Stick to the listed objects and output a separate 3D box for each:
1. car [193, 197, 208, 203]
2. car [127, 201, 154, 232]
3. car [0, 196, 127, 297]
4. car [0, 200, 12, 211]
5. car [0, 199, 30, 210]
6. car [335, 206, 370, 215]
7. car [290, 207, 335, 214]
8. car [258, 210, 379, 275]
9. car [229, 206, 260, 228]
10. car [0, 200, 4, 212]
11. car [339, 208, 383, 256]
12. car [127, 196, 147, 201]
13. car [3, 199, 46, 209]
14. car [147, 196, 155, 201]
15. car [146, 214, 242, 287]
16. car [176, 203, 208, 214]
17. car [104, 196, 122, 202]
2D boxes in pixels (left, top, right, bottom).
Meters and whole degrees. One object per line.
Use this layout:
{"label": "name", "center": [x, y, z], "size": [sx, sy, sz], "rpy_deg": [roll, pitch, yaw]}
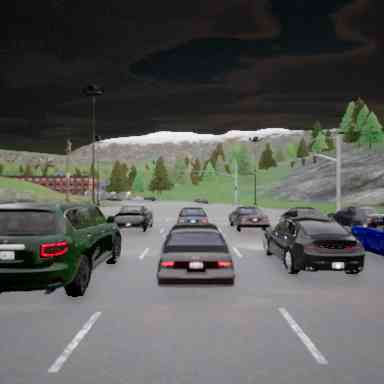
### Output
{"label": "car", "center": [1.765, 1.813, 71.001], "size": [1.994, 1.385, 4.181], "rpy_deg": [0, 0, -20]}
{"label": "car", "center": [-3.495, 1.566, 20.563], "size": [2.128, 1.511, 4.902], "rpy_deg": [0, 0, -1]}
{"label": "car", "center": [-3.419, 1.254, 8.770], "size": [2.150, 2.045, 5.566], "rpy_deg": [0, 0, 0]}
{"label": "car", "center": [-26.255, 1.698, 42.596], "size": [5.357, 1.411, 2.033], "rpy_deg": [0, 0, -1]}
{"label": "car", "center": [-25.209, 1.689, 46.112], "size": [4.674, 1.442, 1.812], "rpy_deg": [0, 0, -1]}
{"label": "car", "center": [10.498, 1.623, 21.141], "size": [2.033, 1.411, 5.357], "rpy_deg": [0, 0, -1]}
{"label": "car", "center": [6.993, 1.639, 21.108], "size": [1.994, 1.385, 4.181], "rpy_deg": [0, 0, -1]}
{"label": "car", "center": [3.577, 1.543, 10.555], "size": [1.837, 1.490, 4.892], "rpy_deg": [0, 0, 0]}
{"label": "car", "center": [3.496, 1.623, 21.167], "size": [2.033, 1.411, 5.357], "rpy_deg": [0, 0, -1]}
{"label": "car", "center": [-24.970, 1.664, 39.115], "size": [4.674, 1.442, 1.812], "rpy_deg": [0, 0, -1]}
{"label": "car", "center": [7.074, 1.517, 11.128], "size": [1.882, 1.535, 5.008], "rpy_deg": [0, 0, 0]}
{"label": "car", "center": [-14.477, 1.833, 87.542], "size": [1.812, 1.442, 4.674], "rpy_deg": [0, 0, -41]}
{"label": "car", "center": [-24.921, 1.723, 49.617], "size": [5.357, 1.411, 2.033], "rpy_deg": [0, 0, -1]}
{"label": "car", "center": [-11.906, 1.818, 89.929], "size": [1.837, 1.490, 4.892], "rpy_deg": [0, 0, -41]}
{"label": "car", "center": [0.080, 1.581, 9.453], "size": [2.033, 1.411, 5.357], "rpy_deg": [0, 0, 0]}
{"label": "car", "center": [0.022, 1.619, 20.167], "size": [2.033, 1.411, 5.357], "rpy_deg": [0, 0, -1]}
{"label": "car", "center": [-21.394, 1.857, 89.789], "size": [5.357, 1.411, 2.033], "rpy_deg": [0, 0, 42]}
